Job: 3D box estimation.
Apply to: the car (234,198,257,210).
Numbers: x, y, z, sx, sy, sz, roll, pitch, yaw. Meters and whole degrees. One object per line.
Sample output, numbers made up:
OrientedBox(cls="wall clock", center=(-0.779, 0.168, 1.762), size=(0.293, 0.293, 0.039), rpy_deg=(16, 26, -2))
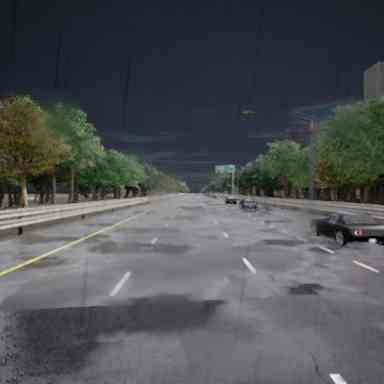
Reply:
OrientedBox(cls="car", center=(7.104, 1.534, 42.548), size=(2.128, 1.511, 4.902), rpy_deg=(0, 0, 0))

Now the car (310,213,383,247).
OrientedBox(cls="car", center=(7.013, 1.612, 15.129), size=(1.895, 1.301, 4.718), rpy_deg=(0, 0, 0))

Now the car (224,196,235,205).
OrientedBox(cls="car", center=(7.223, 1.550, 62.860), size=(1.882, 1.535, 5.008), rpy_deg=(0, 0, 0))
